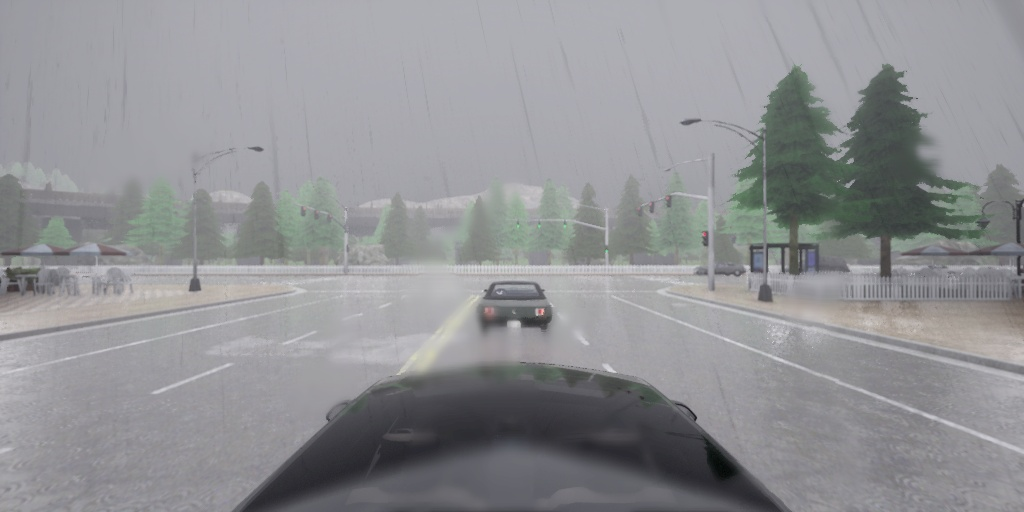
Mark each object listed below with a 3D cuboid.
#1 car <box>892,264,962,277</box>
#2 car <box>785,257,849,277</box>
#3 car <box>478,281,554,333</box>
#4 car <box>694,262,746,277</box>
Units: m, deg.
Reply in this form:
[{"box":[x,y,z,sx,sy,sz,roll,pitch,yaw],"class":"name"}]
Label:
[{"box":[41.839,1.490,36.318,4.718,1.301,1.895,0,0,11],"class":"car"},{"box":[31.555,1.116,37.168,5.566,2.045,2.150,0,0,1],"class":"car"},{"box":[0.076,1.404,10.974,1.895,1.301,4.718,0,0,0],"class":"car"},{"box":[21.521,1.387,37.240,4.902,1.511,2.128,0,0,0],"class":"car"}]
